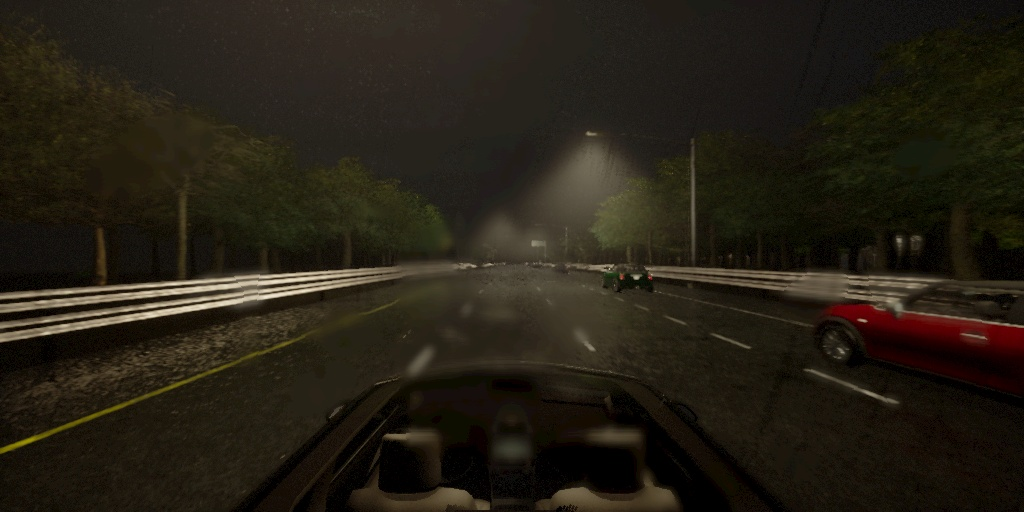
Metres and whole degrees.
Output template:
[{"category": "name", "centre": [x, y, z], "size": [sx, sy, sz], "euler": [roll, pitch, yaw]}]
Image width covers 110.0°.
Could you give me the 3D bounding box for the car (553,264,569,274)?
[{"category": "car", "centre": [7.125, 1.907, 52.506], "size": [2.033, 1.411, 5.357], "euler": [0, -1, 0]}]

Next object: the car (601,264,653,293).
[{"category": "car", "centre": [7.017, 1.268, 22.342], "size": [2.097, 1.767, 4.553], "euler": [0, -1, 0]}]

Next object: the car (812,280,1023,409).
[{"category": "car", "centre": [6.999, 1.123, 5.207], "size": [2.097, 1.767, 4.553], "euler": [0, 0, 0]}]
